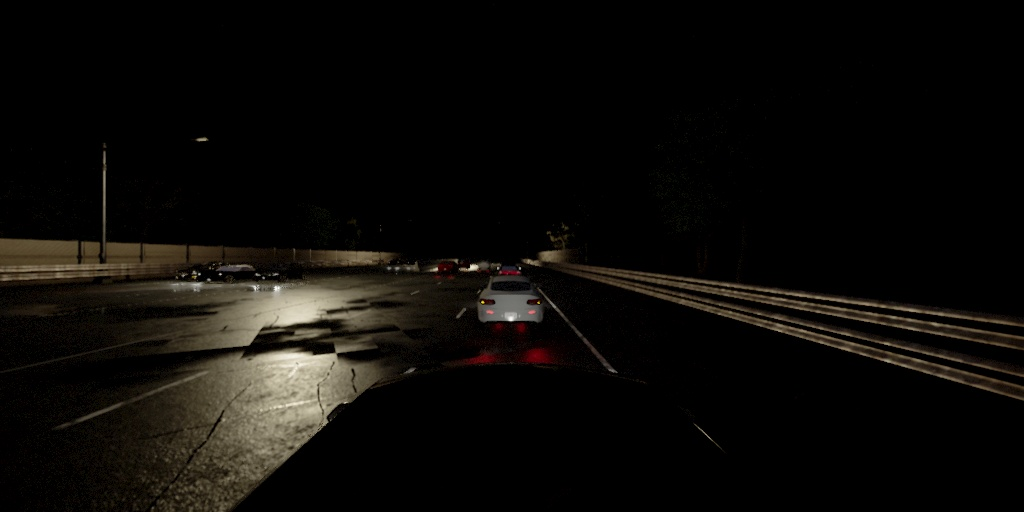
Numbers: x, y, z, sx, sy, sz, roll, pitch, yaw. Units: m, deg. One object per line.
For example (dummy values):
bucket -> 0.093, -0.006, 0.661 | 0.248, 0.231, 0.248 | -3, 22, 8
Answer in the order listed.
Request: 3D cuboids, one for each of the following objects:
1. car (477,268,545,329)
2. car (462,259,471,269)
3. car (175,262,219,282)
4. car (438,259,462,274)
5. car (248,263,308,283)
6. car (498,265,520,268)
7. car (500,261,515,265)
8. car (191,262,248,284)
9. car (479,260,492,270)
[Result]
car -> -0.034, 1.289, 11.131 | 1.812, 1.442, 4.674 | 0, 0, 0
car -> -7.786, 1.218, 57.350 | 2.097, 1.767, 4.553 | 0, 0, -2
car -> -24.787, 1.263, 29.384 | 1.837, 1.490, 4.892 | 0, 0, -1
car -> -7.408, 1.301, 41.960 | 1.882, 1.535, 5.008 | 0, 0, -1
car -> -17.748, 1.294, 27.865 | 1.812, 1.442, 4.674 | 0, 0, -1
car -> -0.111, 1.381, 19.808 | 1.895, 1.301, 4.718 | 0, 0, -1
car -> -0.232, 1.365, 28.289 | 1.994, 1.385, 4.181 | 0, 0, -1
car -> -21.235, 1.361, 27.275 | 1.895, 1.301, 4.718 | 0, 0, -1
car -> -4.270, 1.394, 56.807 | 1.812, 1.442, 4.674 | 0, -1, -2
